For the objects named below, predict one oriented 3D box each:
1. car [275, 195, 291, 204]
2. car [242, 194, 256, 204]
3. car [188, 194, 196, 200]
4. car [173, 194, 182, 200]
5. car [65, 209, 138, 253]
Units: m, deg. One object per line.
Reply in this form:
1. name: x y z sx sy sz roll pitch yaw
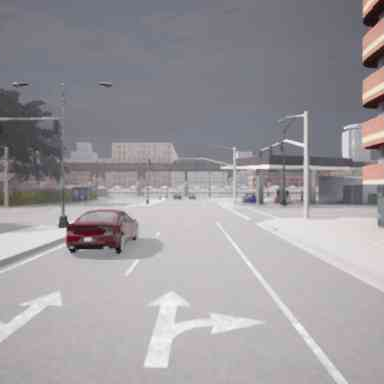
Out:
1. car: 15.476 1.248 56.825 1.970 1.475 3.806 0 0 0
2. car: 9.730 1.090 56.064 2.242 1.667 4.611 0 0 0
3. car: 0.029 1.233 80.744 2.033 1.411 5.357 0 0 0
4. car: -3.471 1.172 80.744 1.882 1.535 5.008 0 0 0
5. car: -3.427 1.428 13.503 1.882 1.535 5.008 0 0 1
